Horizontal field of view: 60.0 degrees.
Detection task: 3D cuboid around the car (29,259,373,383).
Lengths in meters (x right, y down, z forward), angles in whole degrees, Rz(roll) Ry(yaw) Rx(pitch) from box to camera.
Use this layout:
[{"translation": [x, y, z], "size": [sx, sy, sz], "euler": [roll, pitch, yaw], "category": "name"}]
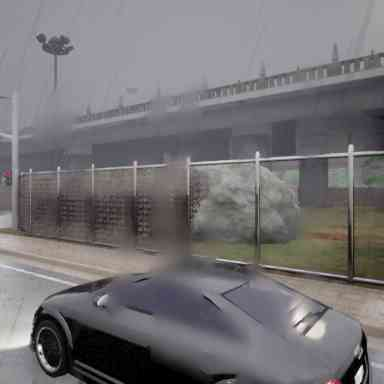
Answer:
[{"translation": [-0.155, 1.564, 4.101], "size": [4.181, 1.385, 1.994], "euler": [0, 0, 36], "category": "car"}]
